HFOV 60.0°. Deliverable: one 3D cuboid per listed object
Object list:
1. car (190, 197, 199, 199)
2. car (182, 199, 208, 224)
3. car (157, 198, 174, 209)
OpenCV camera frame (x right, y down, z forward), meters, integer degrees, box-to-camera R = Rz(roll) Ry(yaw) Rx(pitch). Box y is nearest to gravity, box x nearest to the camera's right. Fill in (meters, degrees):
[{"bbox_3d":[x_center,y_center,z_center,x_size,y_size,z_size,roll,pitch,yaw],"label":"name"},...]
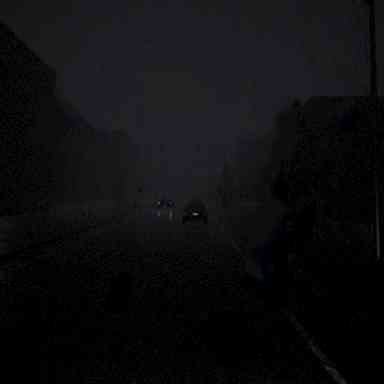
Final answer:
[{"bbox_3d":[0.347,1.395,43.531,1.994,1.385,4.181,0,0,0],"label":"car"},{"bbox_3d":[0.235,1.491,24.483,2.033,1.411,5.357,0,0,0],"label":"car"},{"bbox_3d":[-3.346,1.430,42.943,1.895,1.301,4.718,0,0,0],"label":"car"}]
